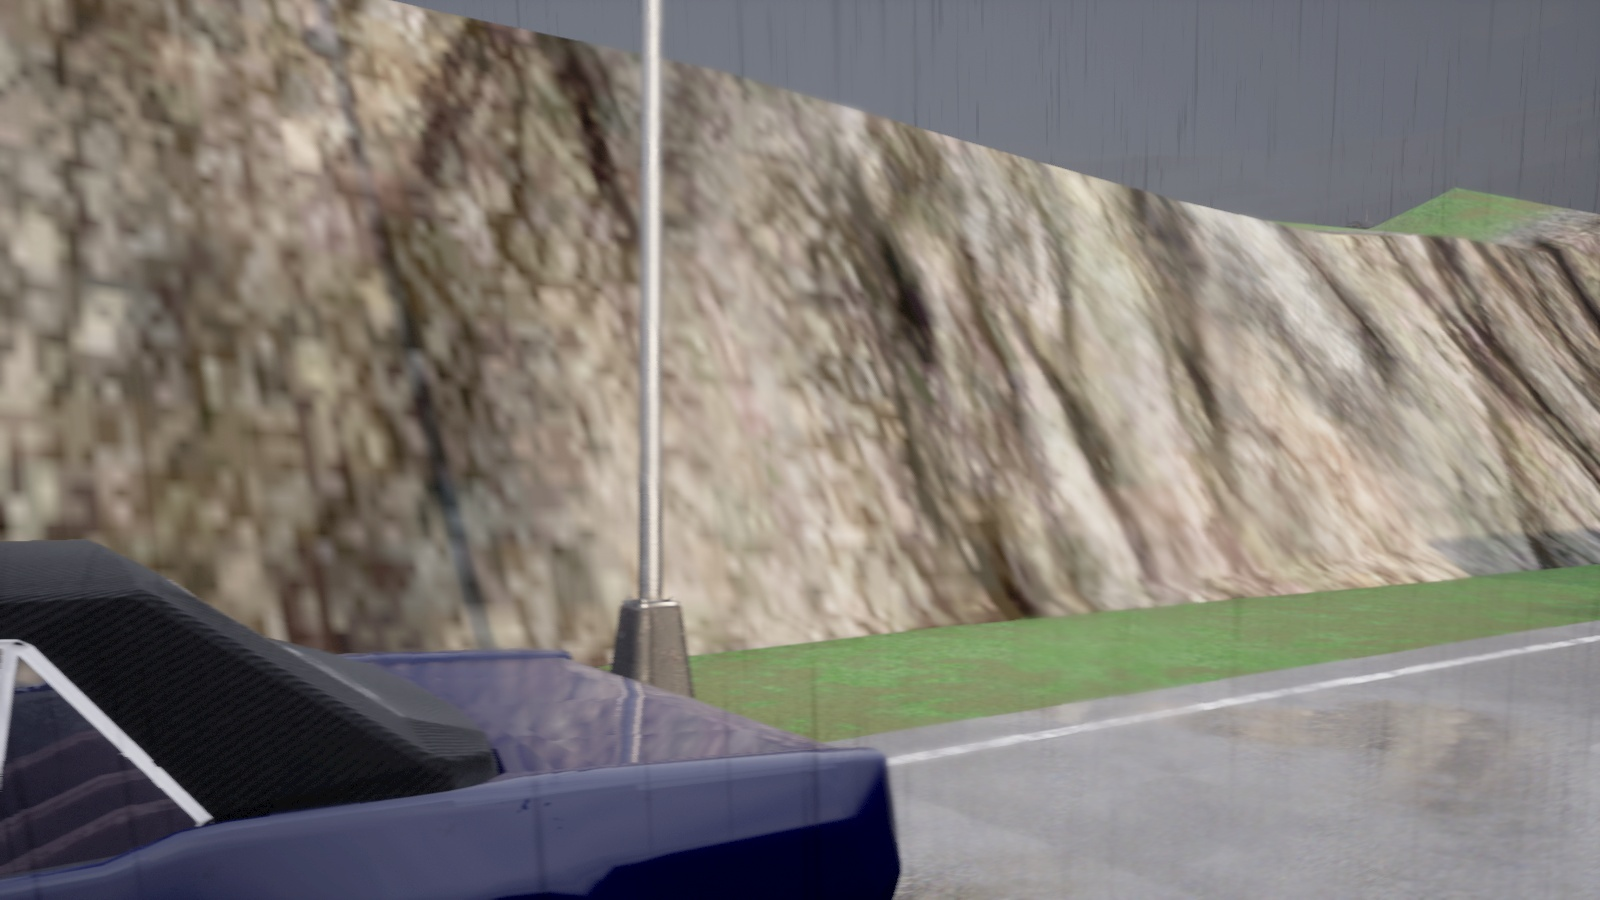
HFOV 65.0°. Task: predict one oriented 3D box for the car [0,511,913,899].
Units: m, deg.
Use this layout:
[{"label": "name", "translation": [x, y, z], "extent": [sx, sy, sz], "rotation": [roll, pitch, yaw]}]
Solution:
[{"label": "car", "translation": [-2.241, 0.855, 2.107], "extent": [4.718, 1.301, 1.895], "rotation": [0, 0, -35]}]
